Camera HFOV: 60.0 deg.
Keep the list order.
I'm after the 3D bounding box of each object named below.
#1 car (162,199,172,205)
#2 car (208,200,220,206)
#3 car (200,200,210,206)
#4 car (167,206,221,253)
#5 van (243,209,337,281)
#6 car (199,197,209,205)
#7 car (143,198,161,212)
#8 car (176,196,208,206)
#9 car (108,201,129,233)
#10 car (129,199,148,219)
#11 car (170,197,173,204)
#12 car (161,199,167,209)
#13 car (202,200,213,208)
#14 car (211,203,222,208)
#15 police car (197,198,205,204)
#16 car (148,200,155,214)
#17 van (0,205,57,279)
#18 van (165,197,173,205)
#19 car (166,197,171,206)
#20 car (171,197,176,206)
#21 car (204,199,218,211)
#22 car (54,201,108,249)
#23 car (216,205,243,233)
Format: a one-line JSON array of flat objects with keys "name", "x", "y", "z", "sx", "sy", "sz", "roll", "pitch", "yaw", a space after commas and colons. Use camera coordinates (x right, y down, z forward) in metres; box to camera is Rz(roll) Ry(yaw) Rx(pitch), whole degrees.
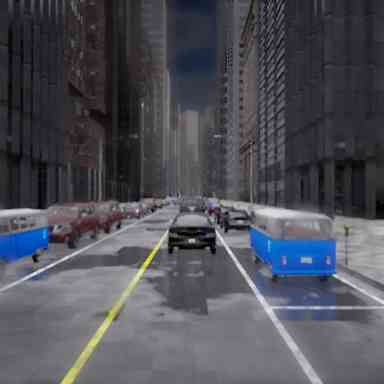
[{"name": "car", "x": -5.759, "y": 2.295, "z": 77.007, "sx": 1.752, "sy": 1.417, "sz": 4.829, "roll": 0, "pitch": -1, "yaw": 0}, {"name": "car", "x": 2.765, "y": 1.913, "z": 37.928, "sx": 1.887, "sy": 1.381, "sz": 4.507, "roll": 0, "pitch": -1, "yaw": 0}, {"name": "car", "x": 2.766, "y": 2.294, "z": 71.580, "sx": 1.802, "sy": 1.307, "sz": 4.206, "roll": 0, "pitch": -1, "yaw": 0}, {"name": "car", "x": 0.007, "y": 1.616, "z": 14.466, "sx": 1.882, "sy": 1.535, "sz": 5.008, "roll": 0, "pitch": 0, "yaw": 0}, {"name": "van", "x": 2.765, "y": 1.436, "z": 9.885, "sx": 1.690, "sy": 1.788, "sz": 3.998, "roll": 0, "pitch": -1, "yaw": 0}, {"name": "car", "x": 2.767, "y": 2.087, "z": 77.191, "sx": 2.192, "sy": 1.841, "sz": 5.009, "roll": 0, "pitch": -1, "yaw": 0}, {"name": "car", "x": -5.759, "y": 1.739, "z": 43.524, "sx": 2.192, "sy": 1.841, "sz": 5.009, "roll": 0, "pitch": -1, "yaw": 0}, {"name": "car", "x": 0.002, "y": 1.497, "z": 29.016, "sx": 2.150, "sy": 2.045, "sz": 5.566, "roll": 0, "pitch": 0, "yaw": 0}, {"name": "car", "x": -5.760, "y": 1.517, "z": 21.087, "sx": 2.192, "sy": 1.841, "sz": 5.009, "roll": 0, "pitch": -1, "yaw": 0}, {"name": "car", "x": -5.760, "y": 1.752, "z": 32.305, "sx": 1.967, "sy": 1.590, "sz": 4.097, "roll": 0, "pitch": -1, "yaw": 0}, {"name": "car", "x": -5.759, "y": 2.294, "z": 71.567, "sx": 1.802, "sy": 1.307, "sz": 4.206, "roll": 0, "pitch": -1, "yaw": 0}, {"name": "car", "x": -5.759, "y": 2.103, "z": 54.740, "sx": 1.947, "sy": 1.339, "sz": 4.313, "roll": 0, "pitch": -1, "yaw": 0}, {"name": "car", "x": 2.766, "y": 2.161, "z": 60.362, "sx": 1.947, "sy": 1.339, "sz": 4.313, "roll": 0, "pitch": -1, "yaw": 0}, {"name": "car", "x": 2.765, "y": 1.823, "z": 26.710, "sx": 1.947, "sy": 1.339, "sz": 4.313, "roll": 0, "pitch": -1, "yaw": 0}, {"name": "police car", "x": 2.370, "y": 2.323, "z": 89.079, "sx": 1.930, "sy": 1.638, "sz": 5.238, "roll": 0, "pitch": -1, "yaw": 0}, {"name": "car", "x": -5.760, "y": 1.919, "z": 37.913, "sx": 2.008, "sy": 1.369, "sz": 4.403, "roll": 0, "pitch": -1, "yaw": 0}, {"name": "van", "x": -5.760, "y": 1.435, "z": 9.868, "sx": 1.690, "sy": 1.788, "sz": 3.998, "roll": 0, "pitch": -1, "yaw": 0}, {"name": "van", "x": -5.758, "y": 2.172, "z": 82.788, "sx": 1.690, "sy": 1.788, "sz": 3.998, "roll": 0, "pitch": -1, "yaw": 0}, {"name": "car", "x": -5.759, "y": 2.204, "z": 65.958, "sx": 2.008, "sy": 1.369, "sz": 4.403, "roll": 0, "pitch": -1, "yaw": 0}, {"name": "car", "x": -2.997, "y": 2.266, "z": 71.803, "sx": 1.994, "sy": 1.385, "sz": 4.181, "roll": 0, "pitch": -1, "yaw": 0}, {"name": "car", "x": 2.766, "y": 1.921, "z": 49.146, "sx": 1.967, "sy": 1.590, "sz": 4.097, "roll": 0, "pitch": -1, "yaw": 0}, {"name": "car", "x": -5.760, "y": 1.463, "z": 15.478, "sx": 2.192, "sy": 1.841, "sz": 5.009, "roll": 0, "pitch": -1, "yaw": 0}, {"name": "car", "x": 2.765, "y": 1.768, "z": 21.100, "sx": 1.947, "sy": 1.339, "sz": 4.313, "roll": 0, "pitch": -1, "yaw": 0}]
